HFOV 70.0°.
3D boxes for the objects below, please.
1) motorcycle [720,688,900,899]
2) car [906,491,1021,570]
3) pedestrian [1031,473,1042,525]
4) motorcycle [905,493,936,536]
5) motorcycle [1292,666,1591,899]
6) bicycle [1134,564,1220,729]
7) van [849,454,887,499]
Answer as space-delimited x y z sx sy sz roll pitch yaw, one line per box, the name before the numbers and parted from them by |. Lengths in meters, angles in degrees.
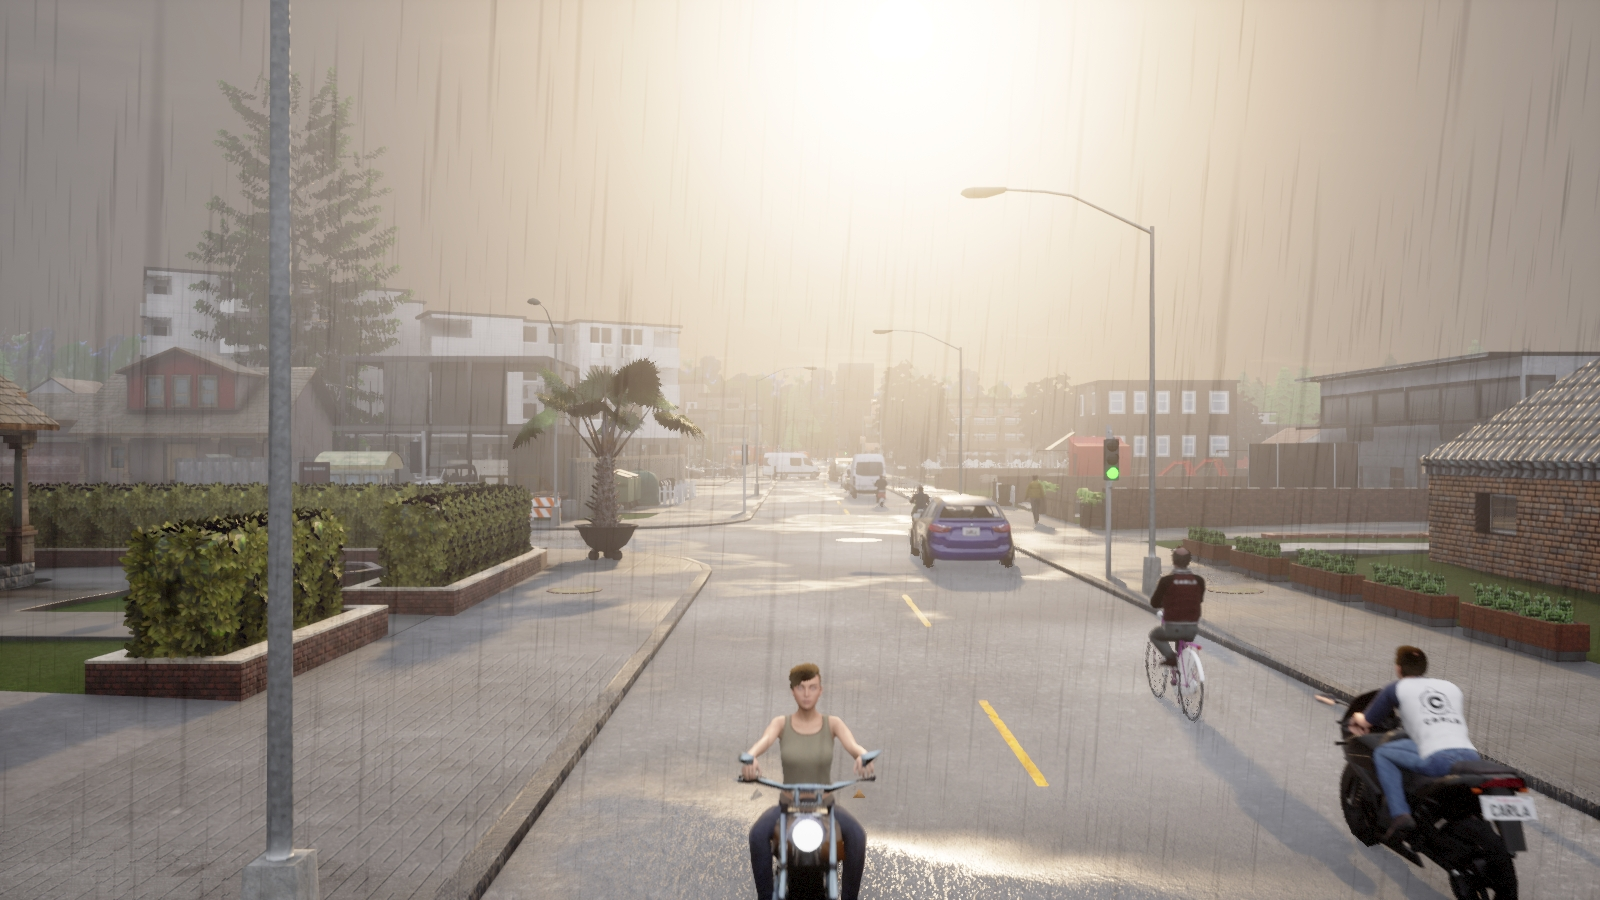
motorcycle | 0.046 2.155 6.008 0.764 1.307 2.356 0 0 0
car | 4.030 1.968 28.956 2.242 1.667 4.611 0 0 0
pedestrian | 8.501 1.744 41.119 0.375 1.860 0.375 0 0 11
motorcycle | 4.028 2.142 38.295 0.856 1.316 1.805 0 0 0
motorcycle | 4.013 2.186 7.384 0.803 1.199 2.033 0 0 0
bicycle | 4.044 2.060 12.363 0.329 1.471 1.835 0 0 0
van | 4.032 1.533 68.674 1.988 2.561 5.915 0 0 0
